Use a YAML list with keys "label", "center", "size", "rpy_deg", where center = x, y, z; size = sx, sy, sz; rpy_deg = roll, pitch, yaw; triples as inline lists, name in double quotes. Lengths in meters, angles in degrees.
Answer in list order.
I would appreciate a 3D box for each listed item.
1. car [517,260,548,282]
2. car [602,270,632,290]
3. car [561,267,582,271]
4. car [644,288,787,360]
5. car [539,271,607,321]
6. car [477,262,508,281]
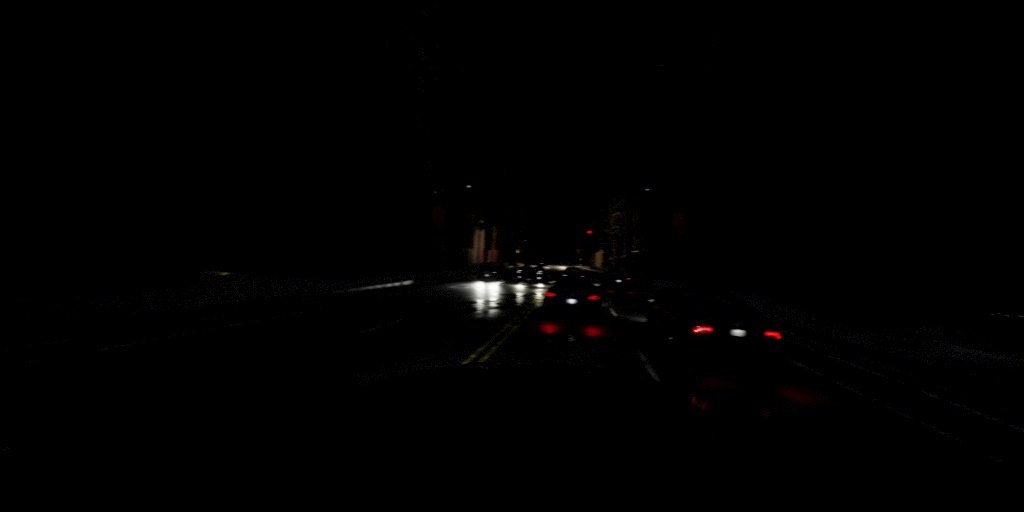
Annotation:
- label: "car"
  center: [1.711, 1.295, 30.524]
  size: [2.097, 1.767, 4.553]
  rpy_deg: [3, 0, 9]
- label: "car"
  center: [7.949, 1.779, 27.542]
  size: [1.994, 1.385, 4.181]
  rpy_deg: [3, 0, 9]
- label: "car"
  center: [4.803, 1.602, 28.432]
  size: [1.812, 1.442, 4.674]
  rpy_deg: [3, 0, 9]
- label: "car"
  center: [4.798, 1.543, 9.300]
  size: [2.033, 1.411, 5.357]
  rpy_deg: [3, 0, 11]
- label: "car"
  center: [2.310, 1.463, 13.622]
  size: [1.994, 1.385, 4.181]
  rpy_deg: [3, 0, 11]
- label: "car"
  center: [-1.571, 1.287, 30.596]
  size: [2.128, 1.511, 4.902]
  rpy_deg: [3, 0, 9]
